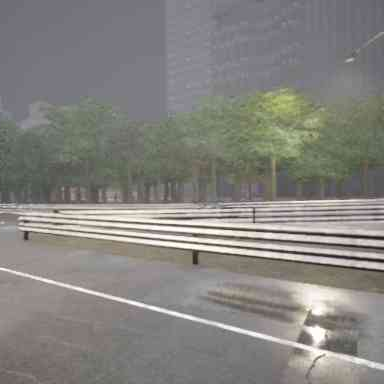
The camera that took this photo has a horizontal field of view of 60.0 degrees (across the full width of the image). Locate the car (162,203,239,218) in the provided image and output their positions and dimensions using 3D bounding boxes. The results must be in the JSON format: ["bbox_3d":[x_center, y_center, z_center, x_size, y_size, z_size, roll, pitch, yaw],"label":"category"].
[{"bbox_3d":[0.518,1.466,21.337,4.902,1.511,2.128,-2,0,11],"label":"car"}]
